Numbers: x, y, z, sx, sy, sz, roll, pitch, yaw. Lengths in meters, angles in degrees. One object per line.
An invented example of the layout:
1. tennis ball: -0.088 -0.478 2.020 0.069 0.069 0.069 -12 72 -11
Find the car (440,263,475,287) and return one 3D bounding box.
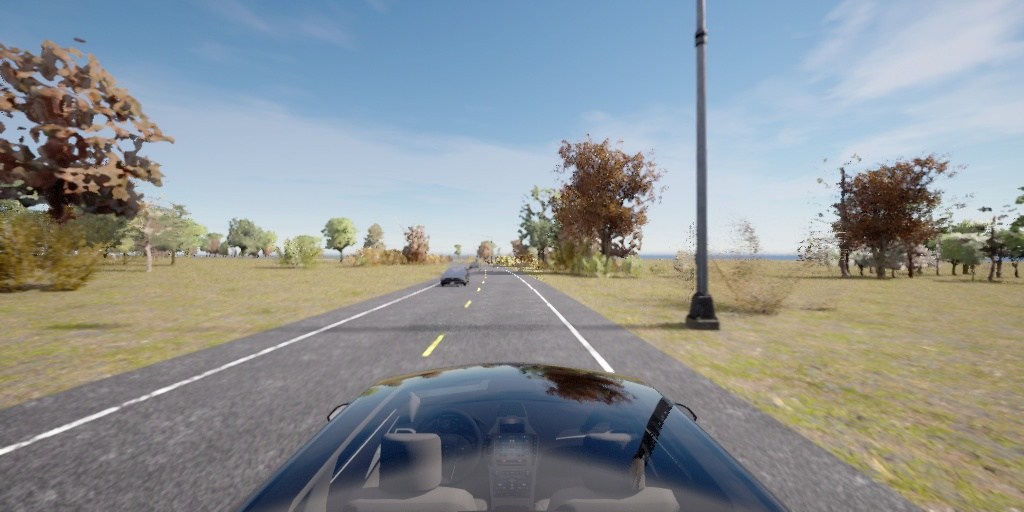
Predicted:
1. car: -4.127 1.483 26.835 2.033 1.411 5.357 0 0 -2
